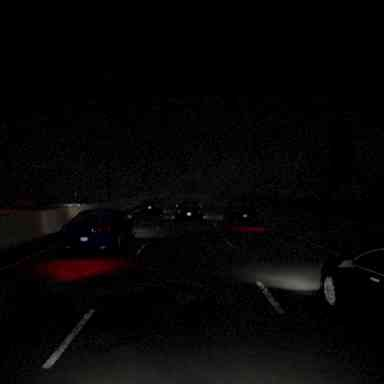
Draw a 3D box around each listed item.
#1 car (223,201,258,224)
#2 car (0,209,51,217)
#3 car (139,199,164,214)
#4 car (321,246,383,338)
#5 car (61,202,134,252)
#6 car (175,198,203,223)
[{"bbox_3d":[3.289,1.330,23.240,1.882,1.535,5.008,0,0,-1],"label":"car"},{"bbox_3d":[-10.892,1.337,21.596,1.882,1.535,5.008,0,0,-1],"label":"car"},{"bbox_3d":[-3.810,1.360,31.779,1.994,1.385,4.181,0,0,-1],"label":"car"},{"bbox_3d":[3.503,1.474,4.757,1.837,1.490,4.892,0,0,-1],"label":"car"},{"bbox_3d":[-3.597,1.390,13.484,1.882,1.535,5.008,0,0,-1],"label":"car"},{"bbox_3d":[-0.218,1.408,23.978,1.994,1.385,4.181,0,1,-1],"label":"car"}]
